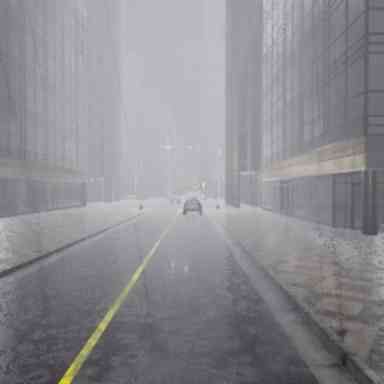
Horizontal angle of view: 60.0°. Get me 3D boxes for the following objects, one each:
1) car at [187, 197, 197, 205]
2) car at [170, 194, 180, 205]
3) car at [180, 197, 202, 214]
[{"bbox_3d":[0.017,1.639,62.957,1.837,1.490,4.892,0,0,0],"label":"car"},{"bbox_3d":[-3.009,1.586,61.291,2.128,1.511,4.902,0,0,1],"label":"car"},{"bbox_3d":[0.074,1.442,35.486,2.033,1.649,4.856,0,0,0],"label":"car"}]
